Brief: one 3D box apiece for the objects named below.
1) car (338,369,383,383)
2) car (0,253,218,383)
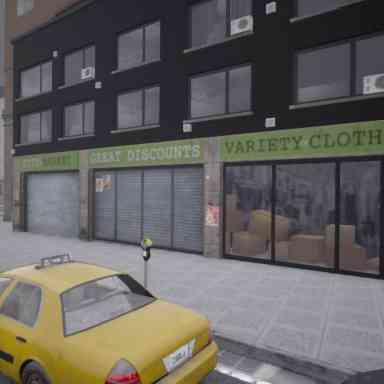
[{"bbox_3d":[2.691,1.551,1.175,4.403,1.369,2.008,0,1,35],"label":"car"},{"bbox_3d":[-2.001,1.525,4.509,4.829,1.417,1.752,0,1,35],"label":"car"}]
